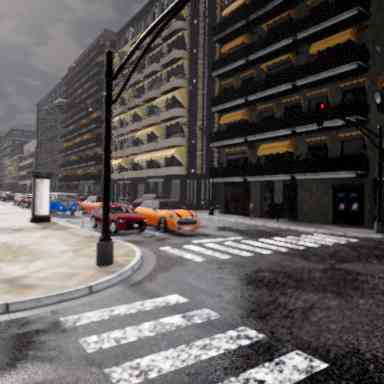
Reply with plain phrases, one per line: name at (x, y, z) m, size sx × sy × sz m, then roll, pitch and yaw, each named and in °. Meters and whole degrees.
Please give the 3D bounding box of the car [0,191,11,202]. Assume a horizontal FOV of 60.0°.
car at (-27.275, 0.622, 49.947) m, size 1.967 × 1.590 × 4.097 m, roll 3°, pitch -1°, yaw -36°

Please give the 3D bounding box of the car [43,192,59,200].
car at (-27.253, 0.713, 64.169) m, size 1.752 × 1.417 × 4.829 m, roll 3°, pitch -1°, yaw -36°

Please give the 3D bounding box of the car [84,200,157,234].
car at (-4.014, 1.347, 17.907) m, size 1.887 × 1.381 × 4.507 m, roll 3°, pitch -1°, yaw -36°

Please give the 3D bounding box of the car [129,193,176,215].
car at (-3.878, 1.126, 31.993) m, size 2.192 × 1.841 × 5.009 m, roll 3°, pitch -1°, yaw -36°

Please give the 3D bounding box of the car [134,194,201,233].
car at (-1.467, 1.224, 18.753) m, size 2.097 × 1.767 × 4.553 m, roll 2°, pitch 0°, yaw -35°

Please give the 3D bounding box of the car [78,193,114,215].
car at (-7.138, 1.072, 26.613) m, size 2.097 × 1.767 × 4.553 m, roll 2°, pitch 0°, yaw -36°

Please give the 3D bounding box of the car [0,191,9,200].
car at (-33.927, 0.549, 59.101) m, size 1.887 × 1.381 × 4.507 m, roll 3°, pitch -1°, yaw -36°

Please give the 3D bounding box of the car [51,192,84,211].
car at (-13.058, 0.914, 34.768) m, size 2.097 × 1.767 × 4.553 m, roll 2°, pitch 0°, yaw -36°

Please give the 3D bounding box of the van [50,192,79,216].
van at (-10.653, 0.966, 27.062) m, size 1.690 × 1.788 × 3.998 m, roll 3°, pitch -1°, yaw -36°

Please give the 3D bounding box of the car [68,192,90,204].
car at (-17.178, 0.896, 50.301) m, size 1.967 × 1.590 × 4.097 m, roll 3°, pitch -1°, yaw -36°

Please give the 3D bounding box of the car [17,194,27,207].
car at (-17.308, 0.992, 36.215) m, size 1.887 × 1.381 × 4.507 m, roll 3°, pitch -1°, yaw -36°

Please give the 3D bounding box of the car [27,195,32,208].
car at (-13.985, 1.081, 31.638) m, size 1.887 × 1.381 × 4.507 m, roll 3°, pitch -1°, yaw -36°

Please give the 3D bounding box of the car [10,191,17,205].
car at (-20.532, 0.887, 40.655) m, size 1.752 × 1.417 × 4.829 m, roll 3°, pitch -1°, yaw -36°
